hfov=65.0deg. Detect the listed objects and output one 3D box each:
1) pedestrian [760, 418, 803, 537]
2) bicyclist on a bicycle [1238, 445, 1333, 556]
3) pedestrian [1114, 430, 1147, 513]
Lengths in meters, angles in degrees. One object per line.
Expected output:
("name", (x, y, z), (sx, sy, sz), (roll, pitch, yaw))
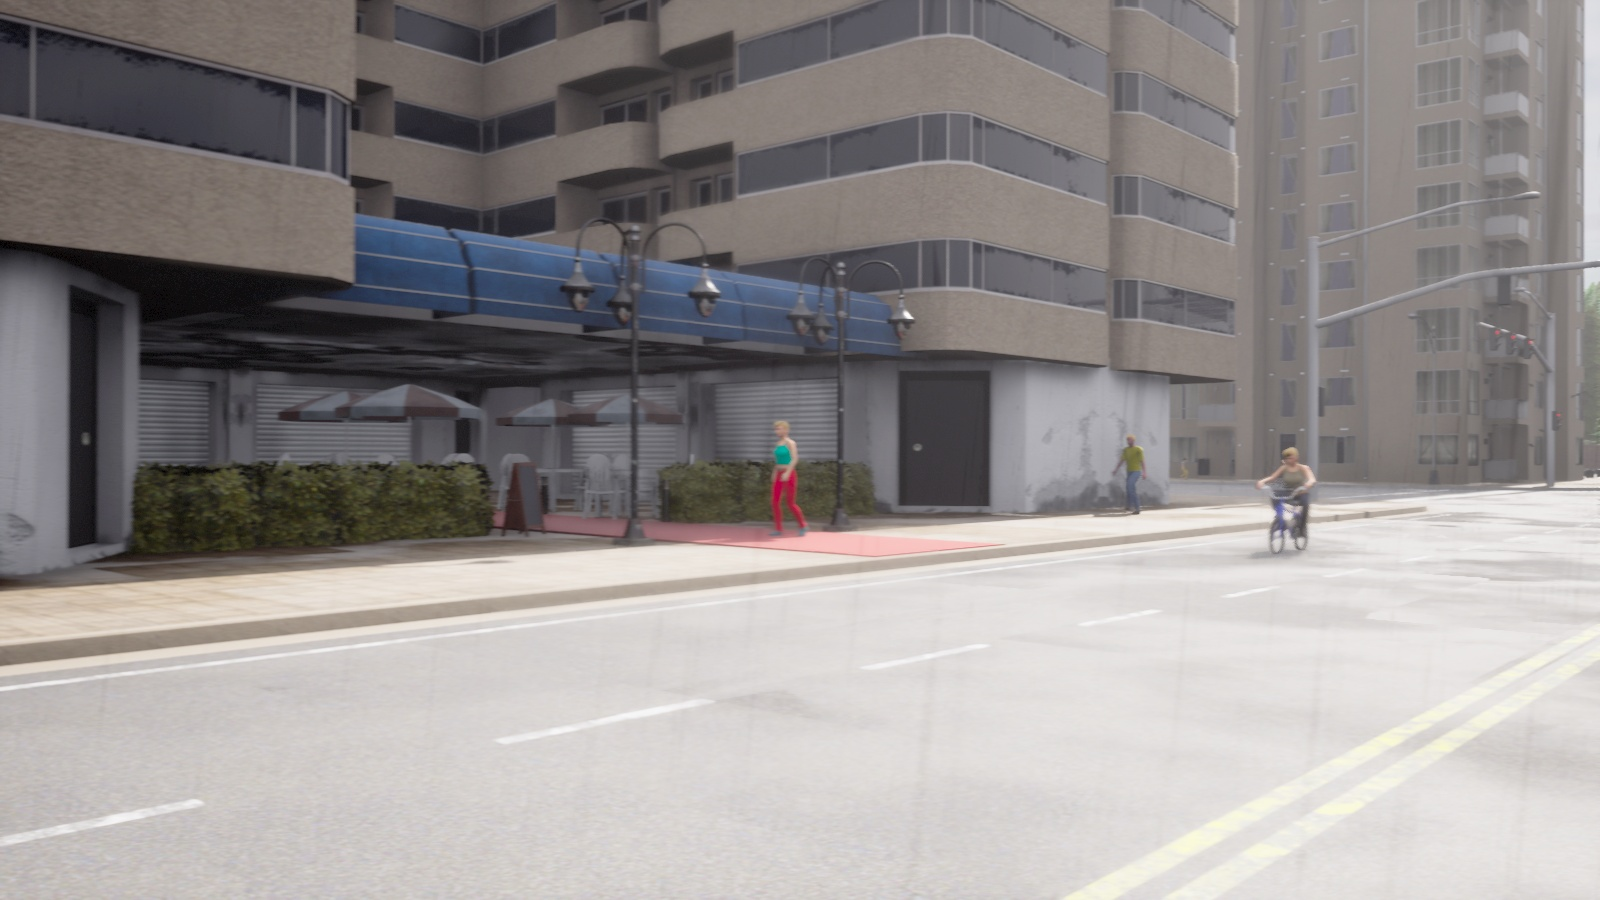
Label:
("pedestrian", (-0.287, 0.427, 19.679), (0.594, 1.836, 0.345), (0, 0, -41))
("bicyclist on a bicycle", (7.408, 0.734, 19.138), (0.866, 1.612, 1.509), (0, 0, 42))
("pedestrian", (7.396, 0.483, 28.095), (0.706, 1.836, 0.354), (0, 0, -36))
